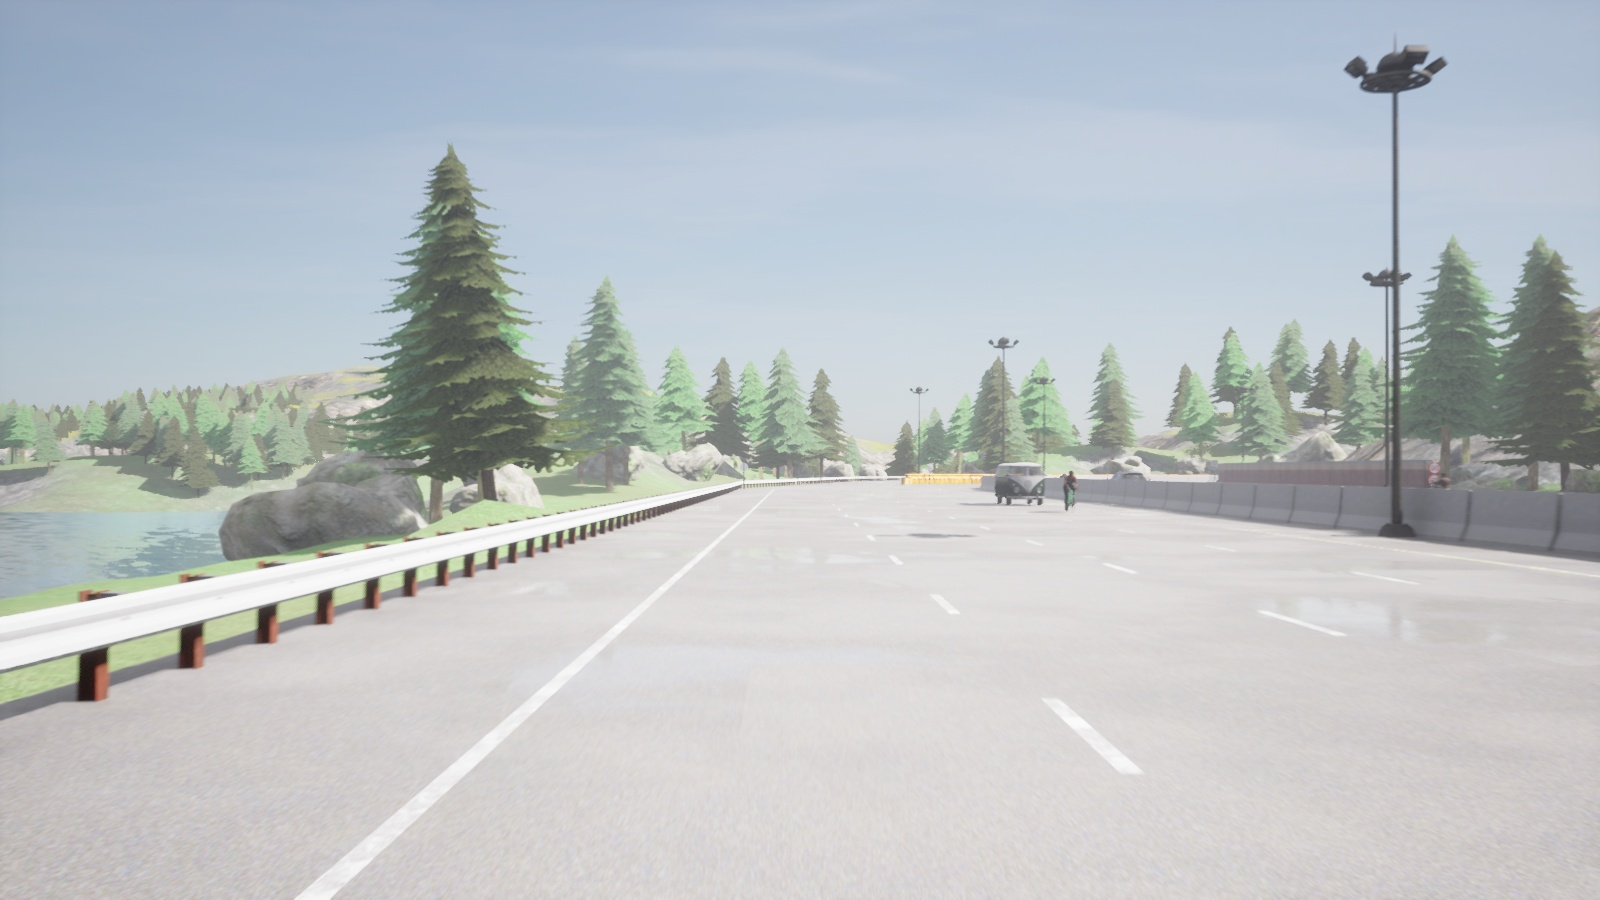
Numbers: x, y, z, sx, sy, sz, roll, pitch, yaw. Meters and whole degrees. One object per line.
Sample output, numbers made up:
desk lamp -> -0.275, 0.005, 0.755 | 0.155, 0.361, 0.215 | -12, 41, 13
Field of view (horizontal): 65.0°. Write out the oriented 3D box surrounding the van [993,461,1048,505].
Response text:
van -> 10.330, 1.510, 59.119 | 1.775, 1.987, 4.442 | 0, -1, 0

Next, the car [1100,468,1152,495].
car -> 20.724, 1.995, 79.959 | 2.033, 1.649, 4.856 | 0, -1, 0
